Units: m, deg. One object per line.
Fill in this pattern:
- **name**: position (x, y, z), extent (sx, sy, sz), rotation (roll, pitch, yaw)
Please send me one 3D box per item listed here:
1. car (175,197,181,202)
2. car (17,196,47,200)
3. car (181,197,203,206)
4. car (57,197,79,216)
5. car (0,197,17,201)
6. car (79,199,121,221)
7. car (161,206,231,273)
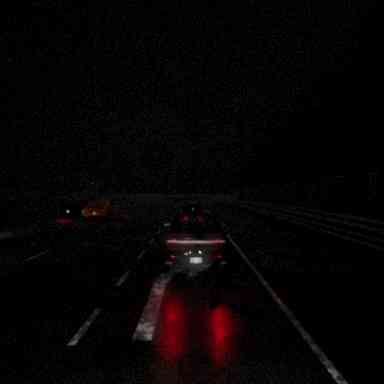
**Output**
- **car**: position (-3.491, 2.004, 88.328), extent (1.895, 1.301, 4.718), rotation (0, -1, 0)
- **car**: position (-21.070, 1.287, 44.852), extent (2.097, 1.767, 4.553), rotation (0, 0, 0)
- **car**: position (0.104, 1.400, 32.558), extent (1.812, 1.442, 4.674), rotation (0, 0, 0)
- **car**: position (-10.397, 1.375, 30.283), extent (1.837, 1.490, 4.892), rotation (0, 0, 0)
- **car**: position (-28.039, 1.475, 51.693), extent (1.882, 1.535, 5.008), rotation (0, -1, 1)
- **car**: position (-6.898, 1.346, 25.995), extent (1.882, 1.535, 5.008), rotation (0, 0, 0)
- **car**: position (0.101, 1.418, 10.438), extent (2.128, 1.511, 4.902), rotation (0, 0, 0)
